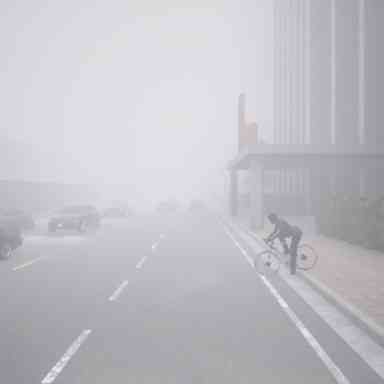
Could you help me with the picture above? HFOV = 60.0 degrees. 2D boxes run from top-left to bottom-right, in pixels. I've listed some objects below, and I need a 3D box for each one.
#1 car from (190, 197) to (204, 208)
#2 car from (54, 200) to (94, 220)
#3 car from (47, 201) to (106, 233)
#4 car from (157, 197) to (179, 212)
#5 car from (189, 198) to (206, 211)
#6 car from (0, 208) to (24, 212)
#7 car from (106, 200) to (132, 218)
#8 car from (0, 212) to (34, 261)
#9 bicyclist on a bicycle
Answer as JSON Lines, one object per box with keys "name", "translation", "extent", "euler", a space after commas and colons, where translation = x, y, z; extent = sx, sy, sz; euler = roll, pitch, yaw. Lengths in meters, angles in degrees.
{"name": "car", "translation": [0.803, 1.513, 49.125], "extent": [1.994, 1.385, 4.181], "euler": [0, 0, 1]}
{"name": "car", "translation": [-10.163, 1.495, 29.007], "extent": [1.812, 1.442, 4.674], "euler": [0, 0, 1]}
{"name": "car", "translation": [-6.823, 1.484, 19.700], "extent": [1.837, 1.490, 4.892], "euler": [0, 0, 1]}
{"name": "car", "translation": [-2.878, 1.486, 38.279], "extent": [1.812, 1.442, 4.674], "euler": [0, 0, 1]}
{"name": "car", "translation": [0.671, 1.559, 40.006], "extent": [1.895, 1.301, 4.718], "euler": [0, 0, 1]}
{"name": "car", "translation": [-10.343, 1.545, 17.953], "extent": [1.994, 1.385, 4.181], "euler": [0, 0, 2]}
{"name": "car", "translation": [-6.643, 1.494, 29.976], "extent": [1.812, 1.442, 4.674], "euler": [0, 0, 1]}
{"name": "car", "translation": [-6.978, 1.537, 9.581], "extent": [2.033, 1.411, 5.357], "euler": [0, 0, 1]}
{"name": "bicyclist on a bicycle", "translation": [2.395, 1.356, 8.742], "extent": [1.656, 1.620, 0.582], "euler": [-9, 0, 1]}
